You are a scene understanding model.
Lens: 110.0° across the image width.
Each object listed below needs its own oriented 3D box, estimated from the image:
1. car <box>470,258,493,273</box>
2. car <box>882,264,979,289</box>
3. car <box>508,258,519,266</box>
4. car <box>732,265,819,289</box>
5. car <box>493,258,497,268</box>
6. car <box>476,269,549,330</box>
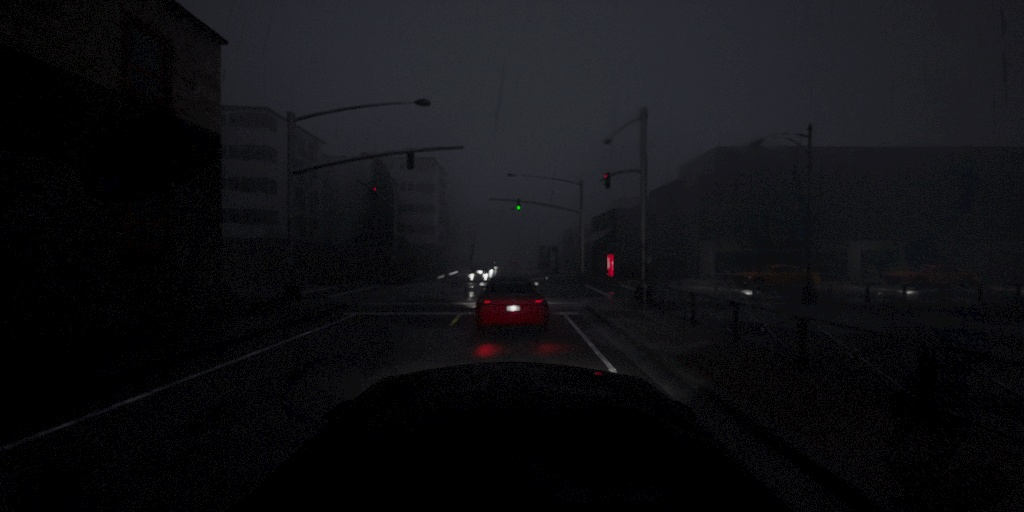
[{"bbox_3d":[-3.537,1.141,40.541,1.812,1.442,4.674,0,0,0],"label":"car"},{"bbox_3d":[27.555,1.326,23.724,5.008,1.535,1.882,0,0,0],"label":"car"},{"bbox_3d":[0.199,1.029,62.568,2.128,1.511,4.902,0,0,0],"label":"car"},{"bbox_3d":[17.330,1.327,23.719,5.008,1.535,1.882,0,0,0],"label":"car"},{"bbox_3d":[-3.510,1.181,50.575,1.895,1.301,4.718,0,0,0],"label":"car"},{"bbox_3d":[-0.070,1.282,11.029,1.994,1.385,4.181,0,0,-3],"label":"car"}]
